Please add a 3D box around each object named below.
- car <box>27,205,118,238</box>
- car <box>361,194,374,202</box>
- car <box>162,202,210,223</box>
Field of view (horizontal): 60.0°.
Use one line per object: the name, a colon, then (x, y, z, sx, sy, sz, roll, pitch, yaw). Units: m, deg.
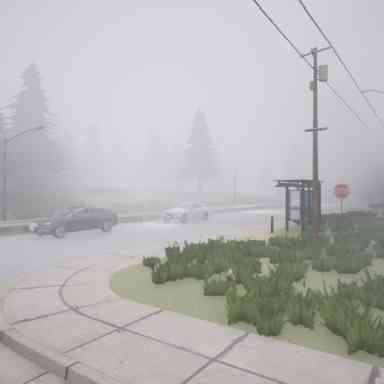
car: (-6.186, 1.491, 17.783, 2.128, 1.511, 4.902, 0, 0, 36)
car: (40.387, 1.355, 76.487, 2.097, 1.767, 4.553, 0, 0, 36)
car: (-0.341, 1.526, 25.857, 1.812, 1.442, 4.674, 0, 0, 36)
